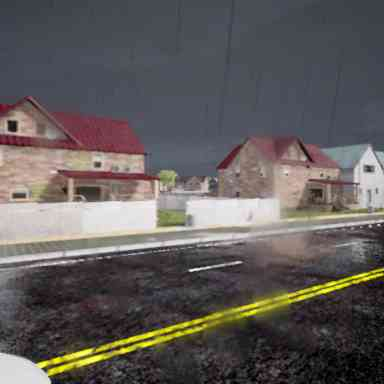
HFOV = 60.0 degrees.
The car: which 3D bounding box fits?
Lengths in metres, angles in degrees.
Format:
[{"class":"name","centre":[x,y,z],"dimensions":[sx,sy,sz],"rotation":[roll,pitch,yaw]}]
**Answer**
[{"class":"car","centre":[-3.004,1.526,1.297],"dimensions":[4.674,1.442,1.812],"rotation":[0,0,-35]}]
